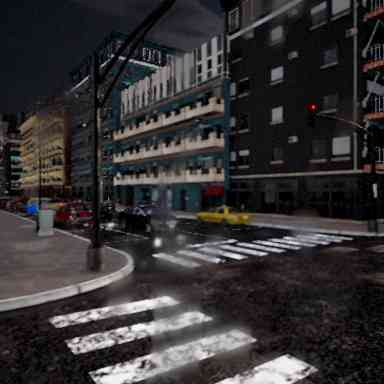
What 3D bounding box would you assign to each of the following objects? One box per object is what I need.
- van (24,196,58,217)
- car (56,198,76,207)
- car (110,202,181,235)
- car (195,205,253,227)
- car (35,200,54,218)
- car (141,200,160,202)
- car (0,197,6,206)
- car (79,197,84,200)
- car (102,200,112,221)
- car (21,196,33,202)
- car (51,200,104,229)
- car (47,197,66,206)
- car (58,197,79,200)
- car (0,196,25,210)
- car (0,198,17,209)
[{"bbox_3d":[-14.385,1.459,31.560,1.690,1.788,3.998,-1,0,-36],"label":"van"},{"bbox_3d":[-20.698,1.645,54.373,1.947,1.339,4.313,-1,0,-36],"label":"car"},{"bbox_3d":[-2.636,1.597,19.816,2.128,1.511,4.902,0,0,-40],"label":"car"},{"bbox_3d":[2.085,1.602,23.251,1.752,1.417,4.829,-1,0,-36],"label":"car"},{"bbox_3d":[-11.014,1.643,26.958,1.752,1.417,4.829,-1,0,-36],"label":"car"},{"bbox_3d":[-4.353,1.516,32.044,1.967,1.590,4.097,-1,0,-36],"label":"car"},{"bbox_3d":[-33.998,1.671,58.355,1.887,1.381,4.507,-1,0,-36],"label":"car"},{"bbox_3d":[-17.429,1.518,49.907,1.967,1.590,4.097,-1,0,-36],"label":"car"},{"bbox_3d":[-8.086,1.669,27.346,1.994,1.385,4.181,0,0,-36],"label":"car"},{"bbox_3d":[-40.312,1.642,81.167,1.887,1.381,4.507,-1,0,-36],"label":"car"},{"bbox_3d":[-7.846,1.558,22.630,1.967,1.590,4.097,-1,0,-36],"label":"car"},{"bbox_3d":[-23.967,1.632,58.839,2.008,1.369,4.403,-1,0,-36],"label":"car"},{"bbox_3d":[-14.184,1.456,35.690,2.097,1.767,4.553,0,0,-36],"label":"car"},{"bbox_3d":[-24.192,1.560,44.957,1.967,1.590,4.097,-1,0,-36],"label":"car"},{"bbox_3d":[-27.460,1.687,49.423,1.947,1.339,4.313,-1,0,-36],"label":"car"}]
